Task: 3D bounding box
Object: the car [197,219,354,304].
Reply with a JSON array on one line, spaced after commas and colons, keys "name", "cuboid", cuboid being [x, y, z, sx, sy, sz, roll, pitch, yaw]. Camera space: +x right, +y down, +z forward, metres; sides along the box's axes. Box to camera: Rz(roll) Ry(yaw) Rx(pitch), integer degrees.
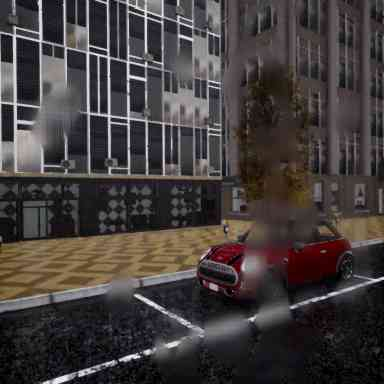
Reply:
[{"name": "car", "cuboid": [2.067, 1.439, 8.043, 4.097, 1.590, 1.967, 0, -1, -35]}]
